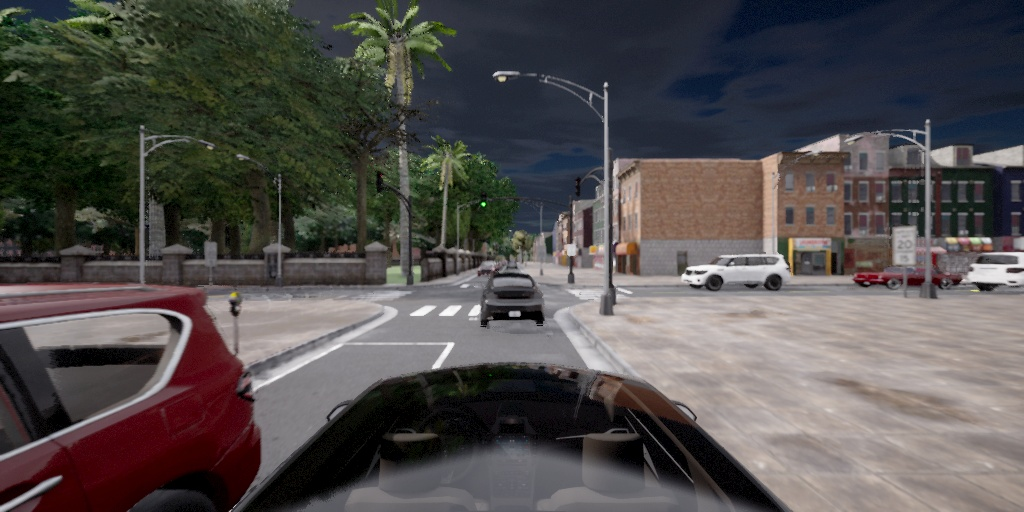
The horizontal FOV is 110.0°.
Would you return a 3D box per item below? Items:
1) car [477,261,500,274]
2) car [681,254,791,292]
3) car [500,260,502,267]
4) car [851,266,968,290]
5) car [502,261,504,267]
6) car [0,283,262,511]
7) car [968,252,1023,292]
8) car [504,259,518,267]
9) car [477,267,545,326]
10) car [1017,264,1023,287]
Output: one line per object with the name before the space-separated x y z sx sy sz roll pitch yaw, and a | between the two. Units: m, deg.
car | -2.638 1.331 38.486 1.967 1.591 4.097 0 0 0
car | 12.857 0.918 20.711 5.566 2.045 2.150 0 0 0
car | -2.637 1.364 44.173 1.967 1.591 4.097 0 0 0
car | 22.678 1.236 20.724 4.718 1.301 1.895 0 0 0
car | -2.639 1.577 55.551 1.802 1.307 4.207 0 0 0
car | -2.637 1.062 0.340 2.192 1.841 5.009 0 0 0
car | 26.300 0.836 17.793 5.566 2.045 2.150 0 0 0
car | -0.001 1.609 62.566 1.994 1.385 4.181 0 0 0
car | -0.126 1.281 11.783 1.837 1.490 4.892 0 0 -5
car | 32.723 1.151 20.728 4.181 1.385 1.994 0 0 0
